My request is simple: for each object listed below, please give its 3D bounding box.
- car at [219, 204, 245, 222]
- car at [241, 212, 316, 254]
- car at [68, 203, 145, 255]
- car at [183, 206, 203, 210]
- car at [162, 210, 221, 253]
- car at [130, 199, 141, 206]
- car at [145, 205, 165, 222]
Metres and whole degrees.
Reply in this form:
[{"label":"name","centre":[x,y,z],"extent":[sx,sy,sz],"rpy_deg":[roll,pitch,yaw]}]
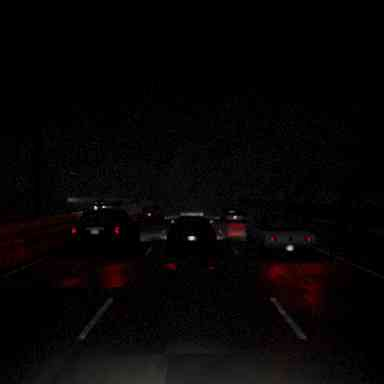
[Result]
[{"label":"car","centre":[3.503,1.789,29.308],"extent":[1.837,1.490,4.892],"rpy_deg":[0,0,0]},{"label":"car","centre":[3.501,1.737,14.103],"extent":[1.895,1.301,4.718],"rpy_deg":[0,-1,0]},{"label":"car","centre":[-3.498,1.486,14.080],"extent":[2.097,1.767,4.553],"rpy_deg":[0,-1,0]},{"label":"car","centre":[0.001,1.880,29.102],"extent":[1.895,1.301,4.718],"rpy_deg":[0,-1,0]},{"label":"car","centre":[0.001,1.703,14.334],"extent":[1.994,1.385,4.181],"rpy_deg":[0,0,0]},{"label":"car","centre":[-11.732,2.204,69.465],"extent":[2.033,1.411,5.357],"rpy_deg":[0,-1,-8]},{"label":"car","centre":[-3.499,1.846,29.324],"extent":[1.994,1.385,4.181],"rpy_deg":[0,0,0]}]
